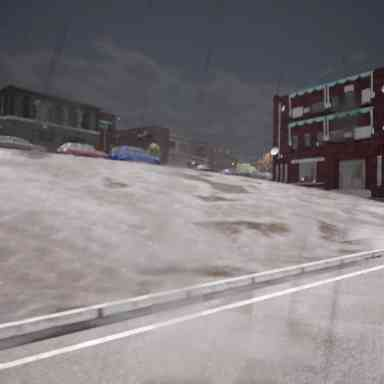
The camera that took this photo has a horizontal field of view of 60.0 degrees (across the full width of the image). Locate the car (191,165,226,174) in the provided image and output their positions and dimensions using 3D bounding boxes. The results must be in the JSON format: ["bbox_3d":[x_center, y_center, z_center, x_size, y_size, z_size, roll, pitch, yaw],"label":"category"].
[{"bbox_3d":[1.757,-2.599,41.372,2.002,1.452,4.674,0,-2,41],"label":"car"}]

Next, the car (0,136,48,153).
[{"bbox_3d":[-13.410,-3.352,25.062,4.892,1.521,2.231,2,-1,-44],"label":"car"}]

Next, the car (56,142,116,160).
[{"bbox_3d":[-9.445,-3.331,29.070,2.185,1.767,4.553,0,-1,45],"label":"car"}]

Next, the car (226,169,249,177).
[{"bbox_3d":[5.317,-2.367,45.613,2.002,1.452,4.674,0,-2,40],"label":"car"}]

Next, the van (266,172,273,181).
[{"bbox_3d":[12.287,-2.098,54.391,1.878,1.987,4.442,1,-2,38],"label":"van"}]

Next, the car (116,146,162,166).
[{"bbox_3d":[-5.572,-3.288,33.130,2.435,2.045,5.566,0,-1,44],"label":"car"}]

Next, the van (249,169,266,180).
[{"bbox_3d":[8.904,-2.373,50.014,1.878,1.987,4.442,1,-2,39],"label":"van"}]
